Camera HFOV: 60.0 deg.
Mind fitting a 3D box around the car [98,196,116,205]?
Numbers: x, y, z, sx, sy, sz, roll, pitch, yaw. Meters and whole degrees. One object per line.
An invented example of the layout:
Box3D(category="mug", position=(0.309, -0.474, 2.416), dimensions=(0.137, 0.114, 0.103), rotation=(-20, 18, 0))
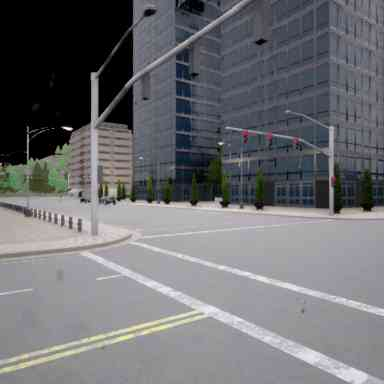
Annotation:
Box3D(category="car", position=(-14.661, 1.449, 57.188), dimensions=(1.837, 1.490, 4.892), rotation=(0, 0, -35))

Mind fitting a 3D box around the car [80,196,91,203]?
Box3D(category="car", position=(-20.626, 1.492, 65.703), dimensions=(2.033, 1.411, 5.357), rotation=(0, 0, -33))
